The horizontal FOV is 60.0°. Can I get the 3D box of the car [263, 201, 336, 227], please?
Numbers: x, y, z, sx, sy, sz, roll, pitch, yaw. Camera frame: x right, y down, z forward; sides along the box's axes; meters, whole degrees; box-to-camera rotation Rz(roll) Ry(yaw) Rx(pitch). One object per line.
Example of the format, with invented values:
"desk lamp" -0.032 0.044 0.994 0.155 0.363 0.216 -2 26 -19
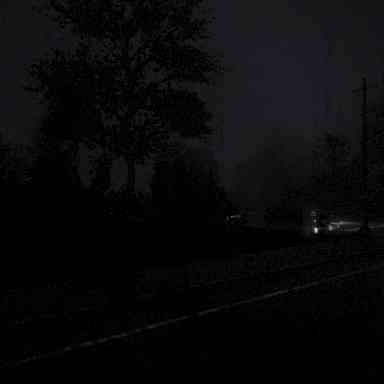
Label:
"car" 7.352 1.426 23.673 2.097 1.767 4.553 0 -1 -38
